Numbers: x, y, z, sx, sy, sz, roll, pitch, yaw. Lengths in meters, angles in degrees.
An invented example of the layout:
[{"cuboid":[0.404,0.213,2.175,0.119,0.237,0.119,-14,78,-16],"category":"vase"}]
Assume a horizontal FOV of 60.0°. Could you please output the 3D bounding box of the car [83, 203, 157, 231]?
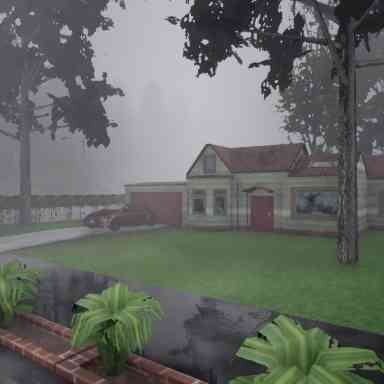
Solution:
[{"cuboid":[-3.872,1.300,18.374,1.994,1.381,4.181,0,0,35],"category":"car"}]
